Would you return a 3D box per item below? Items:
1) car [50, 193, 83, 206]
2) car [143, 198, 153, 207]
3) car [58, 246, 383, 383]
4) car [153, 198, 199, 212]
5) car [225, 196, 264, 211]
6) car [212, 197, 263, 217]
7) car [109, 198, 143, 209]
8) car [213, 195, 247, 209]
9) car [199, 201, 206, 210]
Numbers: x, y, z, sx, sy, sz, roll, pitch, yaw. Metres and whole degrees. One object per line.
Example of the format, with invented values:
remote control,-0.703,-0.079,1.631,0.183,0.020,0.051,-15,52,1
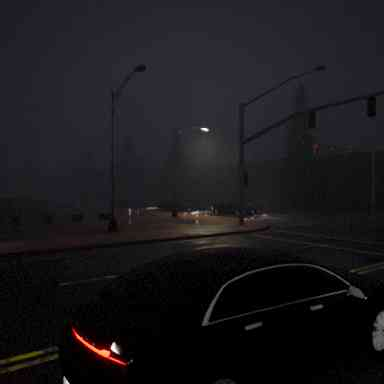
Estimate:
car,-21.040,1.235,55.803,5.566,2.045,2.150,0,0,16
car,-7.659,1.552,48.761,4.181,1.385,1.994,0,0,35
car,0.858,1.503,4.408,4.892,1.490,1.837,0,0,-35
car,-1.964,1.536,38.708,2.033,1.411,5.357,0,0,-39
car,5.280,1.339,34.786,2.097,1.767,4.553,0,0,-37
car,3.840,1.494,30.883,1.837,1.490,4.892,0,0,-36
car,-9.429,1.516,45.785,4.674,1.442,1.812,0,0,36
car,5.286,1.335,46.532,2.097,1.767,4.553,0,0,-40
car,-0.311,1.492,41.936,1.837,1.490,4.892,0,0,-41
